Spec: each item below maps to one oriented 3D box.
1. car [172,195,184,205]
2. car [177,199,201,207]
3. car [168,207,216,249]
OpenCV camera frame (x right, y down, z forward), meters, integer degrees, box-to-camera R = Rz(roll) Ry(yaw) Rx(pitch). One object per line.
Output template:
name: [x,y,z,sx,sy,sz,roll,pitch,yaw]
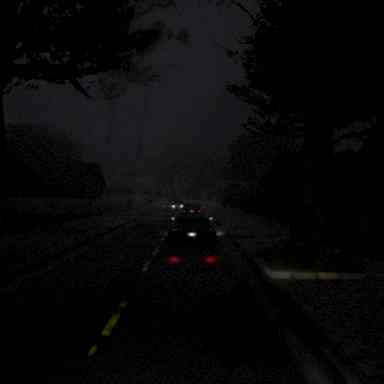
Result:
car: [-2.751,1.624,65.650,2.150,2.045,5.566,0,-1,0]
car: [0.000,1.622,29.663,2.033,1.411,5.357,0,0,0]
car: [0.000,1.594,14.656,1.994,1.385,4.181,0,0,0]
